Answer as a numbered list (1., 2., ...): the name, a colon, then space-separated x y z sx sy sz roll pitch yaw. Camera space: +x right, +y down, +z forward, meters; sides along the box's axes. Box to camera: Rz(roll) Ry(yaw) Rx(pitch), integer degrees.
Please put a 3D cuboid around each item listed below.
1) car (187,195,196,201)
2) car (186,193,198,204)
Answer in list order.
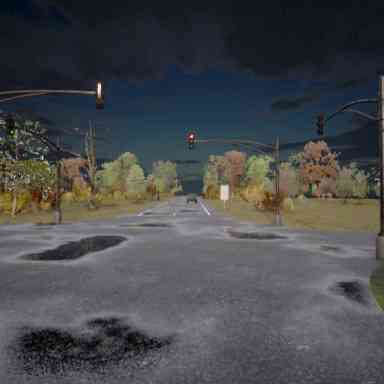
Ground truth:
1. car: -0.011 1.444 78.037 2.033 1.411 5.357 0 0 0
2. car: -0.009 1.275 67.647 2.150 2.045 5.566 0 0 0
